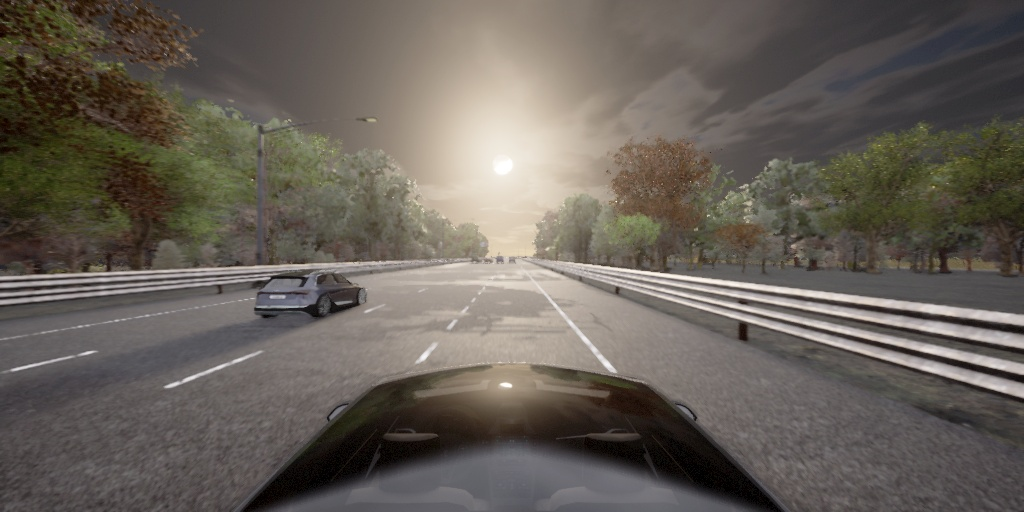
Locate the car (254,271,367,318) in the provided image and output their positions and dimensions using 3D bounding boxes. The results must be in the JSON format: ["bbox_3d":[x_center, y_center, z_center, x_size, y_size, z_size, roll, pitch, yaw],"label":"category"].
[{"bbox_3d":[-6.996,1.320,12.967,2.033,1.649,4.856,0,-1,0],"label":"car"}]
